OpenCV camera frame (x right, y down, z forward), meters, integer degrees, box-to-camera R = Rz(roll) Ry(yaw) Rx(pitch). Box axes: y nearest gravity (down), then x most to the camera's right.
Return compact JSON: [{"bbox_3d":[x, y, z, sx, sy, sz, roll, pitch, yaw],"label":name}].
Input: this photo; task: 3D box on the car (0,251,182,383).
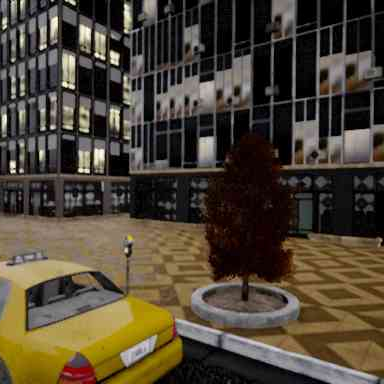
[{"bbox_3d":[-2.392,1.494,4.579,4.829,1.417,1.752,0,1,36],"label":"car"}]
